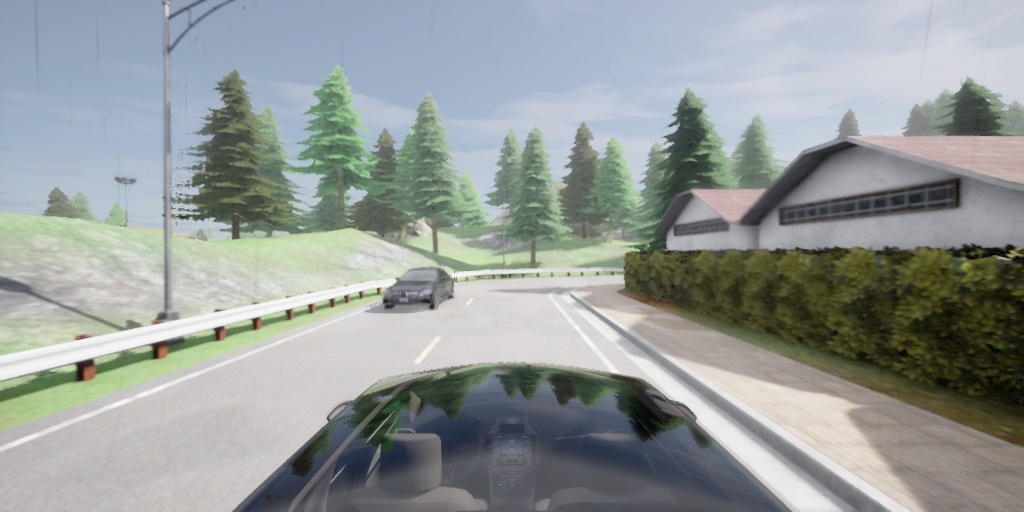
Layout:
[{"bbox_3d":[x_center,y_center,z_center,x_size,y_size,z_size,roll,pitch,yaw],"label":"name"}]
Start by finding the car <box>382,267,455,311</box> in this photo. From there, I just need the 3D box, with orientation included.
[{"bbox_3d":[-3.482,1.179,14.216,1.812,1.442,4.674,0,0,3],"label":"car"}]
